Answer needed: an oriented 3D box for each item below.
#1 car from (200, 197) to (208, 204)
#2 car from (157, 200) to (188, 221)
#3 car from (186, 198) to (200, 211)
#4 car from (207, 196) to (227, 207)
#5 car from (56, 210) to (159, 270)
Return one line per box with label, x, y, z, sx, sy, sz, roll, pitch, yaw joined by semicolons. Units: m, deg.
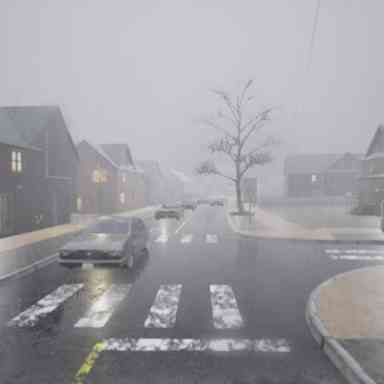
car;2.069;1.560;58.009;1.895;1.301;4.718;0;0;10
car;-1.744;1.581;27.025;1.895;1.301;4.718;0;0;5
car;-0.510;1.572;39.883;1.895;1.301;4.718;0;0;7
car;3.899;1.570;51.077;1.895;1.301;4.718;0;0;8
car;-2.619;1.539;11.346;2.033;1.411;5.357;0;0;2
